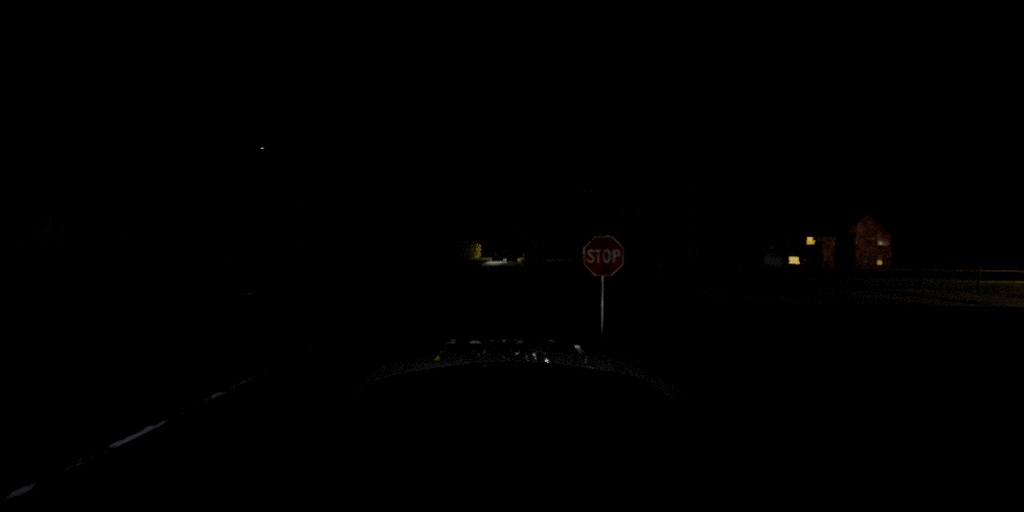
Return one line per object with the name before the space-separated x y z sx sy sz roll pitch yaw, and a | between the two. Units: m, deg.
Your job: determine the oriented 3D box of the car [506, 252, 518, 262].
car | 0.003 0.419 64.055 1.994 1.385 4.181 0 1 0
